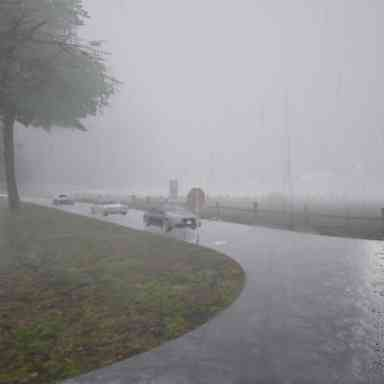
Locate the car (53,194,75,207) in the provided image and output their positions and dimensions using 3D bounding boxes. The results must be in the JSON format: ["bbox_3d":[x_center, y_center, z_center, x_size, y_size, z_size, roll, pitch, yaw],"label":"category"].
[{"bbox_3d":[-16.012,0.993,41.352,1.837,1.490,4.892,-1,1,-33],"label":"car"}]

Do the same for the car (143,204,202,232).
[{"bbox_3d":[-1.207,1.398,19.180,1.994,1.385,4.181,-1,1,-32],"label":"car"}]

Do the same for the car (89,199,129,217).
[{"bbox_3d":[-7.001,1.287,27.809,1.895,1.301,4.718,-1,1,-34],"label":"car"}]
